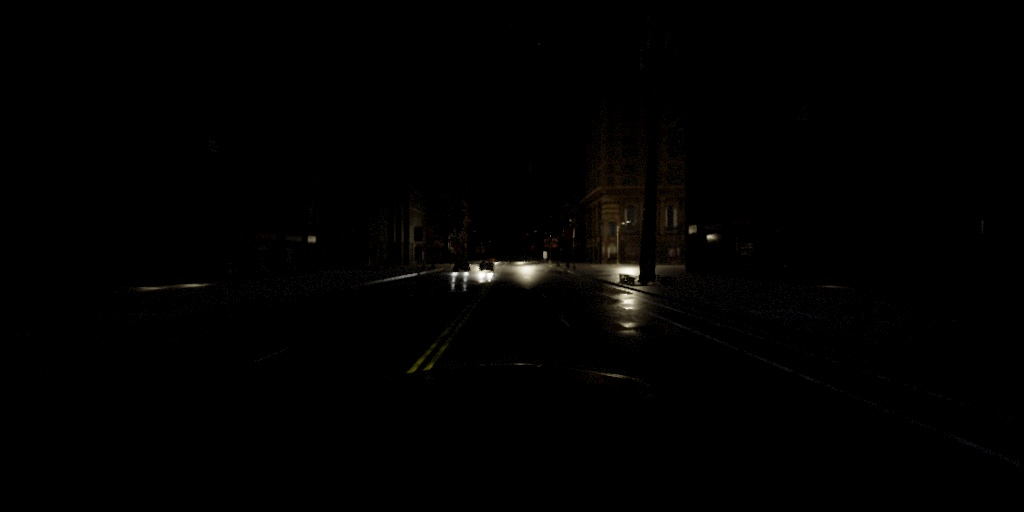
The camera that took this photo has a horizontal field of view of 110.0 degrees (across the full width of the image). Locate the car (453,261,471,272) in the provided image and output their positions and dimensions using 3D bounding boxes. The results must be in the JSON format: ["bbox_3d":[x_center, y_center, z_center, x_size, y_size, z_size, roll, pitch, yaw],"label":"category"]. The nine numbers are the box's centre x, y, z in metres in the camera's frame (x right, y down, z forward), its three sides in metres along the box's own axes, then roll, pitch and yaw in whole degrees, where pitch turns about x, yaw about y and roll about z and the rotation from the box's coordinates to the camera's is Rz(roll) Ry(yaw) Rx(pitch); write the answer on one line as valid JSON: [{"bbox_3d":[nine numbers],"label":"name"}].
[{"bbox_3d":[-6.552,1.346,47.103,1.812,1.442,4.674,0,0,1],"label":"car"}]

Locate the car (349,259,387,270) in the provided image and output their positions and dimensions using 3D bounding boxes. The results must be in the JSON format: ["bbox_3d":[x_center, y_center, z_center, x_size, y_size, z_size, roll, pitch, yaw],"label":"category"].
[{"bbox_3d":[-23.842,1.680,59.568,4.829,1.417,1.751,0,0,0],"label":"car"}]

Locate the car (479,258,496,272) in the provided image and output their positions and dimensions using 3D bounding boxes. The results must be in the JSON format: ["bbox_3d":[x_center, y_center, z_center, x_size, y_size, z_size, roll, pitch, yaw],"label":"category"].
[{"bbox_3d":[-3.300,1.312,47.350,2.128,1.511,4.902,0,0,1],"label":"car"}]
